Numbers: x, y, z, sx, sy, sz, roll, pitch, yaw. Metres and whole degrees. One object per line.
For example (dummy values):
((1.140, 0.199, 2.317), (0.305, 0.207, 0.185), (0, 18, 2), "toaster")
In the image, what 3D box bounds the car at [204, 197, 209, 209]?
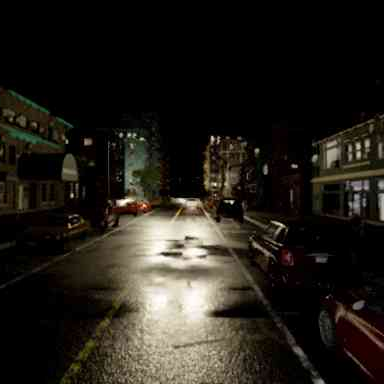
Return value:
((2.699, 1.573, 36.515), (1.947, 1.339, 4.313), (1, 0, 0), "car")

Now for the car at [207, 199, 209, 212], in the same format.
((2.699, 1.571, 30.982), (1.947, 1.339, 4.313), (1, 0, 0), "car")

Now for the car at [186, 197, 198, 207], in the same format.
((0.002, 1.519, 54.272), (1.837, 1.490, 4.892), (0, 0, 0), "car")

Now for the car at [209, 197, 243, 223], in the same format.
((2.701, 1.319, 25.449), (2.192, 1.841, 5.009), (1, 0, 0), "car")

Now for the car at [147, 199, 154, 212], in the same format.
((-5.680, 1.447, 36.517), (1.967, 1.590, 4.097), (1, 0, 0), "car")

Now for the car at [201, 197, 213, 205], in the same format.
((2.801, 1.569, 61.199), (2.008, 1.369, 4.403), (0, 0, 0), "car")

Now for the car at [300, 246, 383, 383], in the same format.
((2.698, 1.582, 3.317), (1.802, 1.307, 4.206), (1, 0, 0), "car")

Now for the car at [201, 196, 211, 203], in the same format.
((2.830, 1.589, 68.744), (1.947, 1.339, 4.313), (0, 0, 0), "car")

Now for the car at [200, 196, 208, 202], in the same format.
((2.830, 1.611, 77.746), (1.802, 1.307, 4.206), (0, 0, 0), "car")

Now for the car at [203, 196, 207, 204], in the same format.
((2.707, 1.554, 41.742), (1.887, 1.381, 4.507), (1, 0, 0), "car")

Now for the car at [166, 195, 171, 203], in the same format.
((-5.803, 1.571, 65.827), (2.008, 1.369, 4.403), (1, 0, 0), "car")

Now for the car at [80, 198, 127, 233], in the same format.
((-5.679, 1.317, 19.918), (2.192, 1.841, 5.009), (1, 0, 0), "car")

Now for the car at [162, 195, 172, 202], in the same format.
((-5.809, 1.468, 76.646), (1.967, 1.590, 4.097), (1, 0, 0), "car")

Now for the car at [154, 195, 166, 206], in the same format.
((-5.750, 1.539, 54.591), (1.752, 1.417, 4.829), (1, 0, 0), "car")

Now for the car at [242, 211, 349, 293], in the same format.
((2.700, 1.441, 8.850), (1.967, 1.590, 4.097), (1, 0, 0), "car")

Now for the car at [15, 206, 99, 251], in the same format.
((-5.681, 1.526, 14.214), (1.752, 1.417, 4.829), (1, 0, 0), "car")

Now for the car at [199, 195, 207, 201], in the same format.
((2.830, 1.581, 86.748), (1.887, 1.381, 4.507), (0, 0, 0), "car")

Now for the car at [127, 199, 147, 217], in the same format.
((-5.682, 1.587, 30.984), (1.802, 1.307, 4.206), (1, 0, 0), "car")

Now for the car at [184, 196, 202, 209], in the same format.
((0.003, 1.535, 44.220), (1.812, 1.442, 4.674), (0, 0, 0), "car")
